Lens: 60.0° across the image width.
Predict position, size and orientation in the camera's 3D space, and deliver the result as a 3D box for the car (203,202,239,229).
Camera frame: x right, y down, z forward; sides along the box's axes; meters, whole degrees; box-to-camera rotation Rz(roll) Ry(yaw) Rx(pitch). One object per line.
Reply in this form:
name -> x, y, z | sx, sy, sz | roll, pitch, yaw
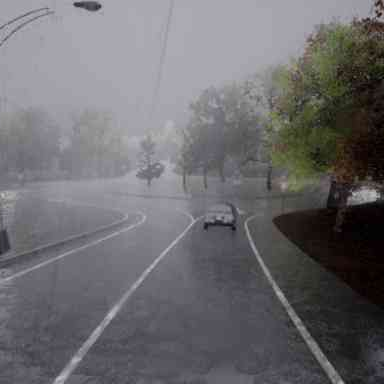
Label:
car -> 1.799, 1.295, 19.938 | 2.033, 1.411, 5.357 | 1, 3, 9
